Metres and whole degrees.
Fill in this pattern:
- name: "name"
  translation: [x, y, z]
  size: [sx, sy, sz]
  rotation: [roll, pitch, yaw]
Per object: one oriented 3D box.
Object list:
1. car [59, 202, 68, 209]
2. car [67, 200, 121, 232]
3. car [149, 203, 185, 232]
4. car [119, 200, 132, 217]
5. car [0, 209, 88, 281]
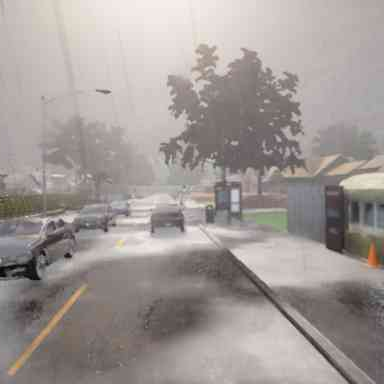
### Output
- name: "car"
  translation: [-15.810, 1.391, 35.368]
  size: [5.357, 1.415, 2.033]
  rotation: [-1, 0, -2]
- name: "car"
  translation: [-5.694, 1.485, 19.916]
  size: [1.837, 1.490, 4.892]
  rotation: [-1, 0, -5]
- name: "car"
  translation: [-1.456, 1.433, 19.612]
  size: [1.837, 1.490, 4.892]
  rotation: [-1, 0, -5]
- name: "car"
  translation: [-6.535, 1.469, 30.198]
  size: [1.812, 1.442, 4.674]
  rotation: [-1, 0, -5]
- name: "car"
  translation: [-4.855, 1.506, 9.883]
  size: [2.128, 1.511, 4.902]
  rotation: [-1, 0, -5]
